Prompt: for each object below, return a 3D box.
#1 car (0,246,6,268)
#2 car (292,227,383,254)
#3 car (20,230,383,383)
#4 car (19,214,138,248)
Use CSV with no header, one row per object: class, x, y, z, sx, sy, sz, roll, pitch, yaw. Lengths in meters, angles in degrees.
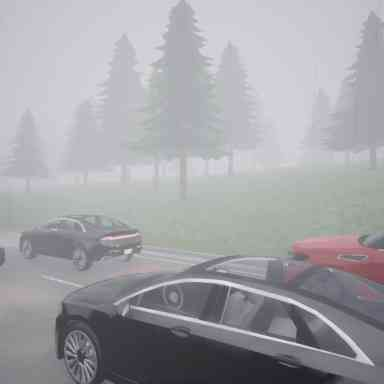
car,-7.085,1.601,9.027,4.718,1.301,1.895,0,0,36
car,4.248,1.221,5.261,5.566,2.045,2.150,0,0,36
car,0.440,1.492,3.680,4.902,1.511,2.128,0,0,36
car,-3.798,1.492,10.971,4.902,1.511,2.128,0,0,36
